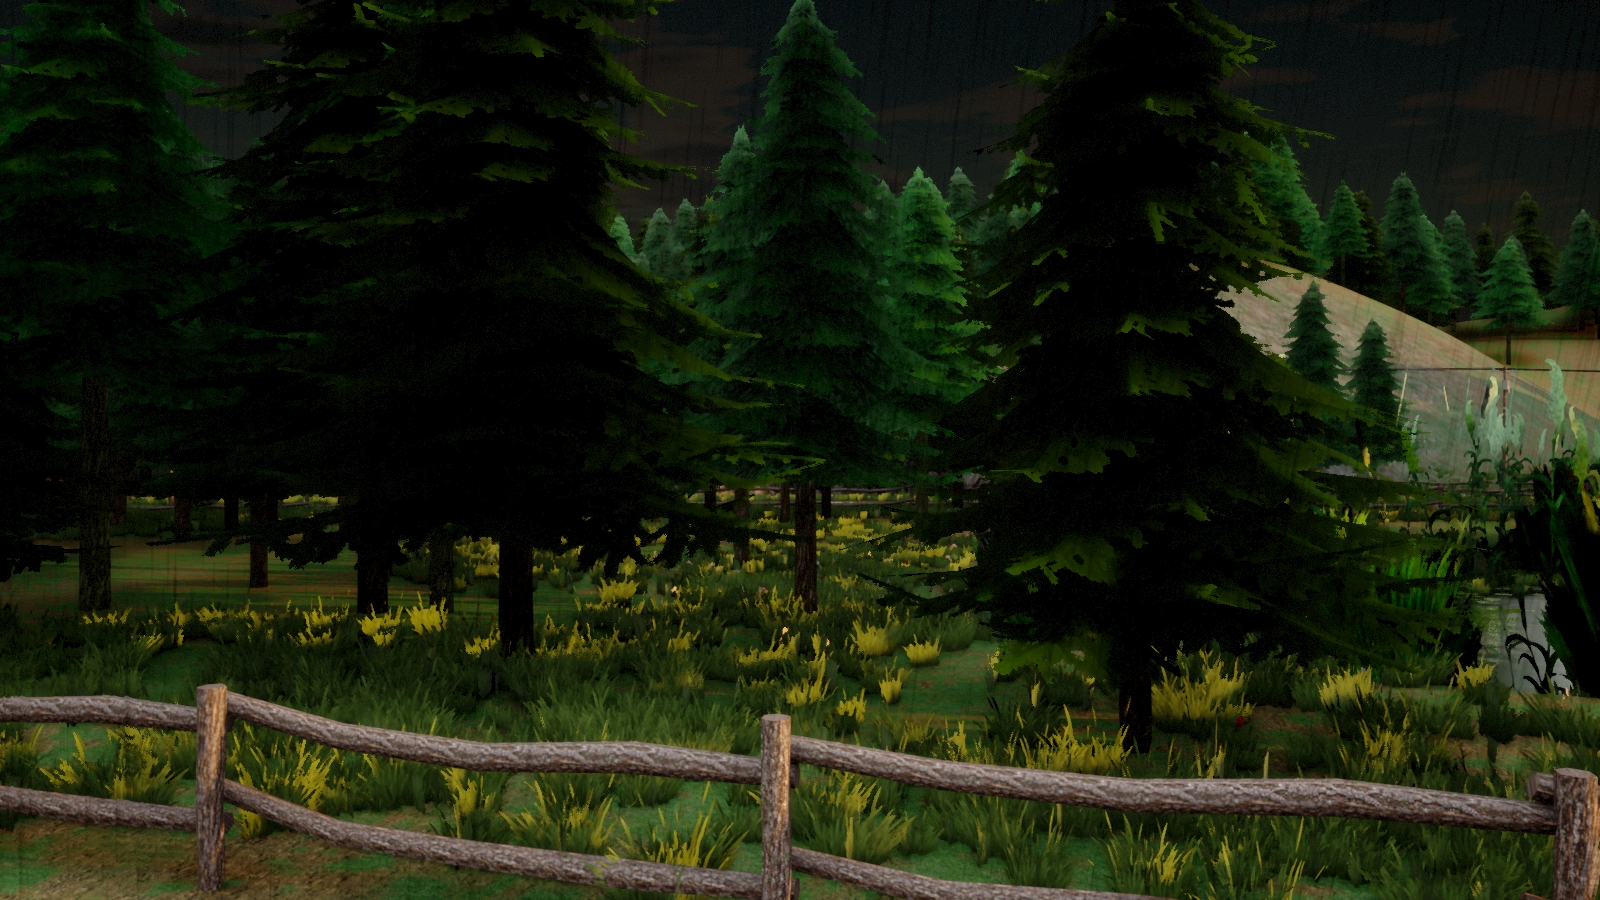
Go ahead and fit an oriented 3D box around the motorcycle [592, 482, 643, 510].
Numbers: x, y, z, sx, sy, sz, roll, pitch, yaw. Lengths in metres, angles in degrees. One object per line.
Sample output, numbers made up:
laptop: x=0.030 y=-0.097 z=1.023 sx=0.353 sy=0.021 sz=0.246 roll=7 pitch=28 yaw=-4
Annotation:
motorcycle: x=-8.629 y=2.178 z=54.113 sx=2.209 sy=1.251 sz=0.867 roll=0 pitch=0 yaw=14
